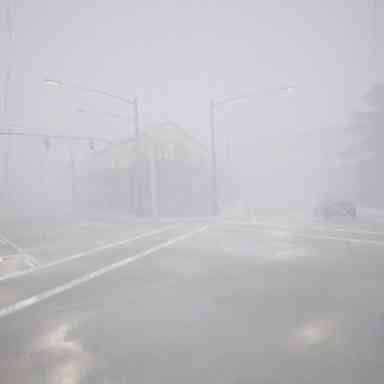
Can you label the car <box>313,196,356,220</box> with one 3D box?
[{"bbox_3d":[9.672,1.057,22.884,2.128,1.511,4.902,-3,0,8],"label":"car"}]
